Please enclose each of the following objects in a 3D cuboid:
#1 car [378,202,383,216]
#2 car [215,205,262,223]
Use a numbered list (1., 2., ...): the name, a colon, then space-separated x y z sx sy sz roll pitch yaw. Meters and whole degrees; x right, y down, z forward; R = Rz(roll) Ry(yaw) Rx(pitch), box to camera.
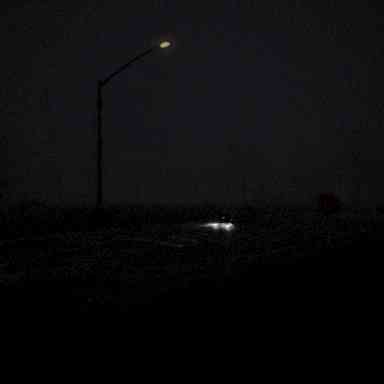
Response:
1. car: 19.880 1.536 32.715 1.882 1.535 5.008 0 0 44
2. car: 3.711 1.703 26.193 1.994 1.385 4.181 0 1 44
